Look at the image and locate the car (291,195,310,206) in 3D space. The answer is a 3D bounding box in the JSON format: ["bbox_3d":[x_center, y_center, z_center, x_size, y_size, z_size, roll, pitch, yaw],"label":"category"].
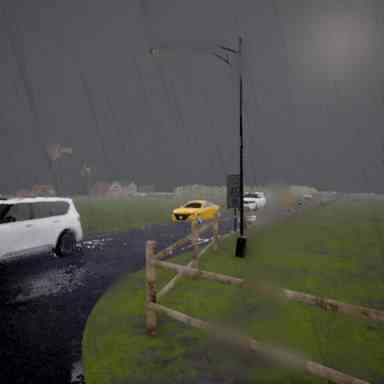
[{"bbox_3d":[15.368,1.378,48.056,1.895,1.301,4.718,0,0,26],"label":"car"}]

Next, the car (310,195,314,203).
[{"bbox_3d":[19.792,1.224,57.153,1.882,1.535,5.008,0,0,26],"label":"car"}]

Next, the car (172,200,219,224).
[{"bbox_3d":[0.368,1.379,23.946,1.882,1.535,5.008,0,0,26],"label":"car"}]

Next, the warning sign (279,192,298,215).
[{"bbox_3d":[7.980,0.961,27.492,1.300,1.860,1.060,-1,0,26],"label":"warning sign"}]

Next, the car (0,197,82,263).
[{"bbox_3d":[-5.722,1.198,10.194,2.150,2.045,5.566,0,0,18],"label":"car"}]

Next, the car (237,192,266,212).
[{"bbox_3d":[6.625,1.064,36.793,2.150,2.045,5.566,0,0,26],"label":"car"}]
